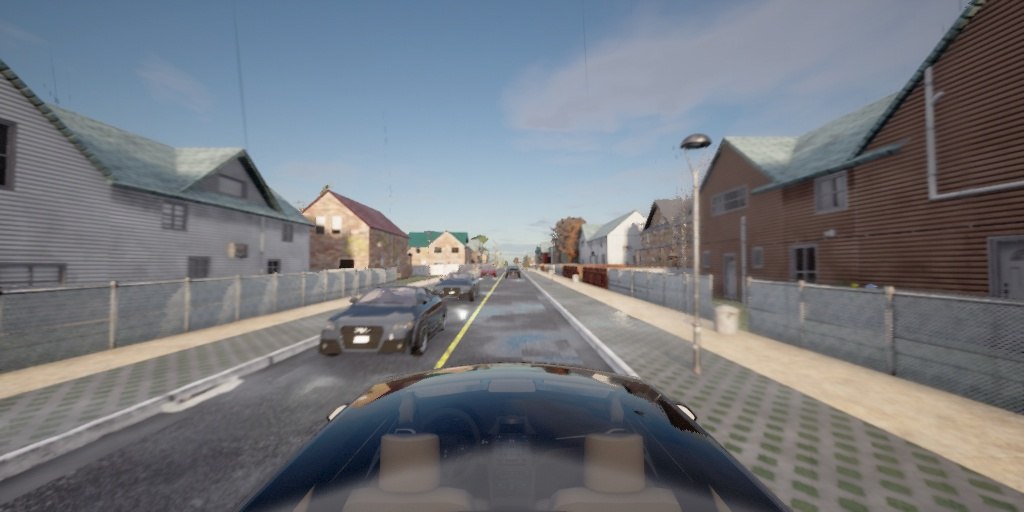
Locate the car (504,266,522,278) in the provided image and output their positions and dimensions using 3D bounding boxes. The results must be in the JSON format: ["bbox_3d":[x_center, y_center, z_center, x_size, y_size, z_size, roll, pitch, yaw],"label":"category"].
[{"bbox_3d":[0.118,1.888,42.978,1.837,1.490,4.892,0,-1,0],"label":"car"}]

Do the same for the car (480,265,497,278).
[{"bbox_3d":[-2.823,1.882,44.114,1.882,1.535,5.008,0,-1,0],"label":"car"}]

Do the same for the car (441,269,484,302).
[{"bbox_3d":[-2.799,1.561,18.815,1.994,1.385,4.181,0,-1,1],"label":"car"}]

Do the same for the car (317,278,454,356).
[{"bbox_3d":[-2.839,1.413,8.766,1.994,1.385,4.181,0,-1,0],"label":"car"}]
